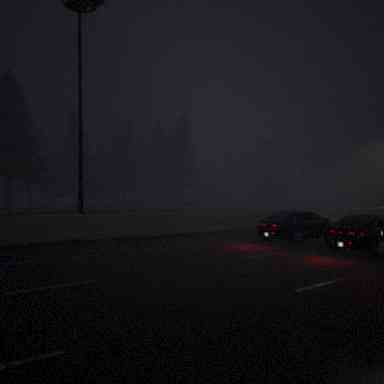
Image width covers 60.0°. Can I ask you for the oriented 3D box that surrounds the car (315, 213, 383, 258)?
[{"bbox_3d":[7.349,1.638,13.411,4.892,1.490,1.837,0,0,-35],"label":"car"}]

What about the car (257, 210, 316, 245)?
[{"bbox_3d":[5.306,1.638,16.253,4.892,1.490,1.837,0,0,-35],"label":"car"}]
